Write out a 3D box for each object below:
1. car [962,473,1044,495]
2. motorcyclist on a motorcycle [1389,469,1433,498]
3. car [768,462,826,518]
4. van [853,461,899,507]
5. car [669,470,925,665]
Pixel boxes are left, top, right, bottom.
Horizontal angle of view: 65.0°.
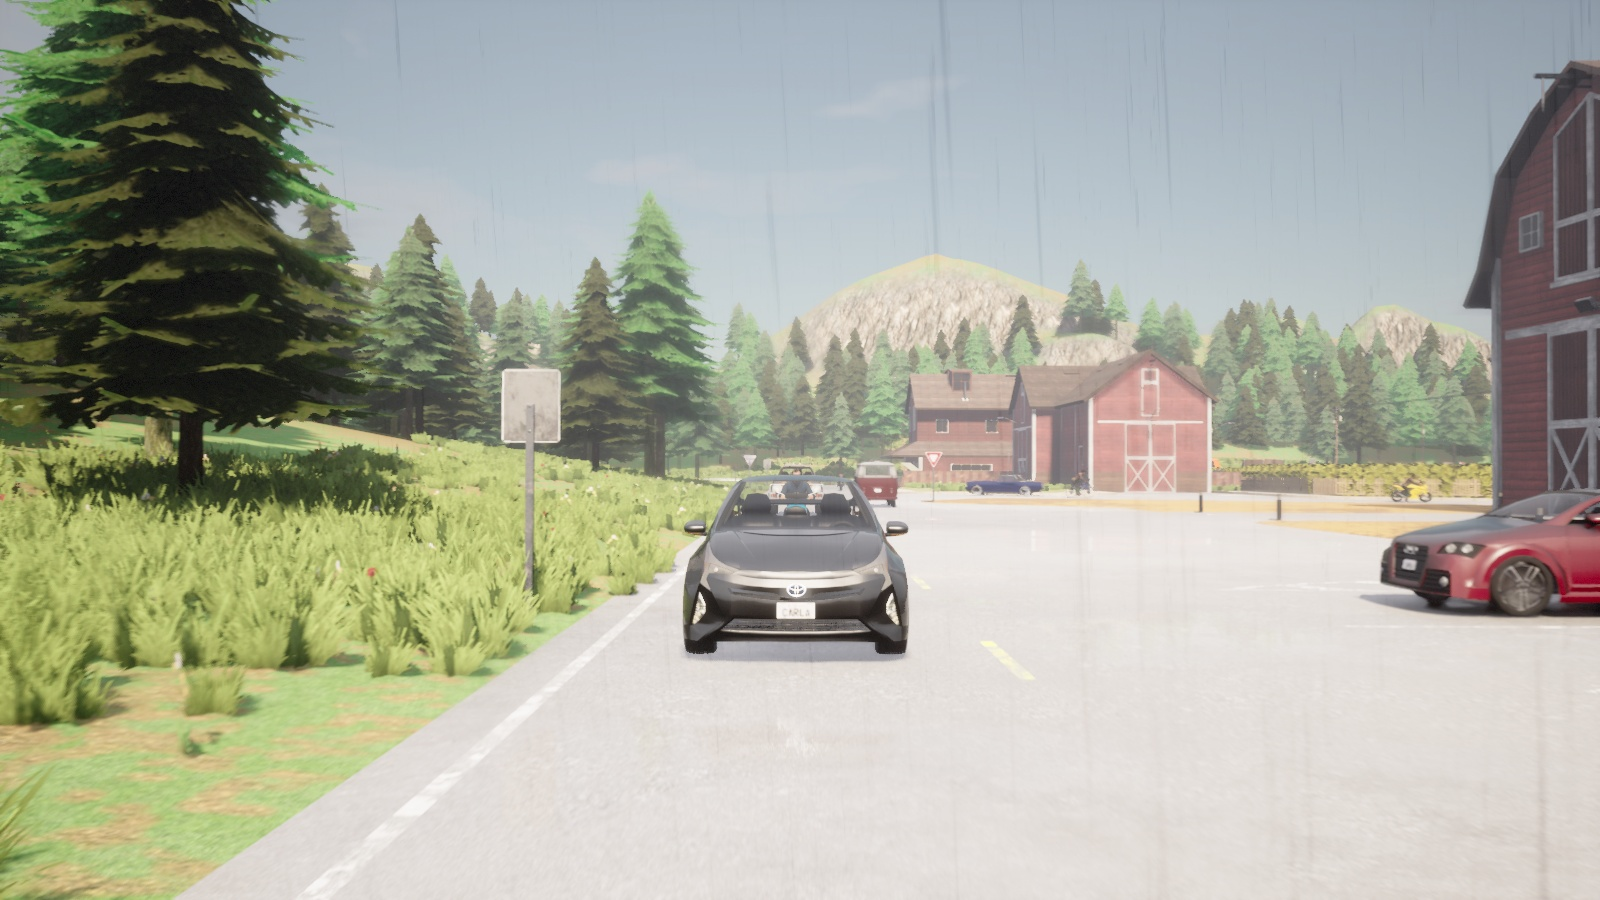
[{"bbox_3d":[12.387,2.058,76.521,4.718,1.301,1.895,0,-1,16],"label":"car"},{"bbox_3d":[32.527,1.776,66.890,2.044,1.523,0.797,0,-1,19],"label":"motorcyclist on a motorcycle"},{"bbox_3d":[-0.108,1.375,44.369,1.932,1.855,4.605,0,-1,0],"label":"car"},{"bbox_3d":[3.362,1.499,56.472,1.775,1.987,4.442,0,-1,0],"label":"van"},{"bbox_3d":[-0.030,0.965,12.160,2.007,1.525,4.514,0,-1,0],"label":"car"}]
